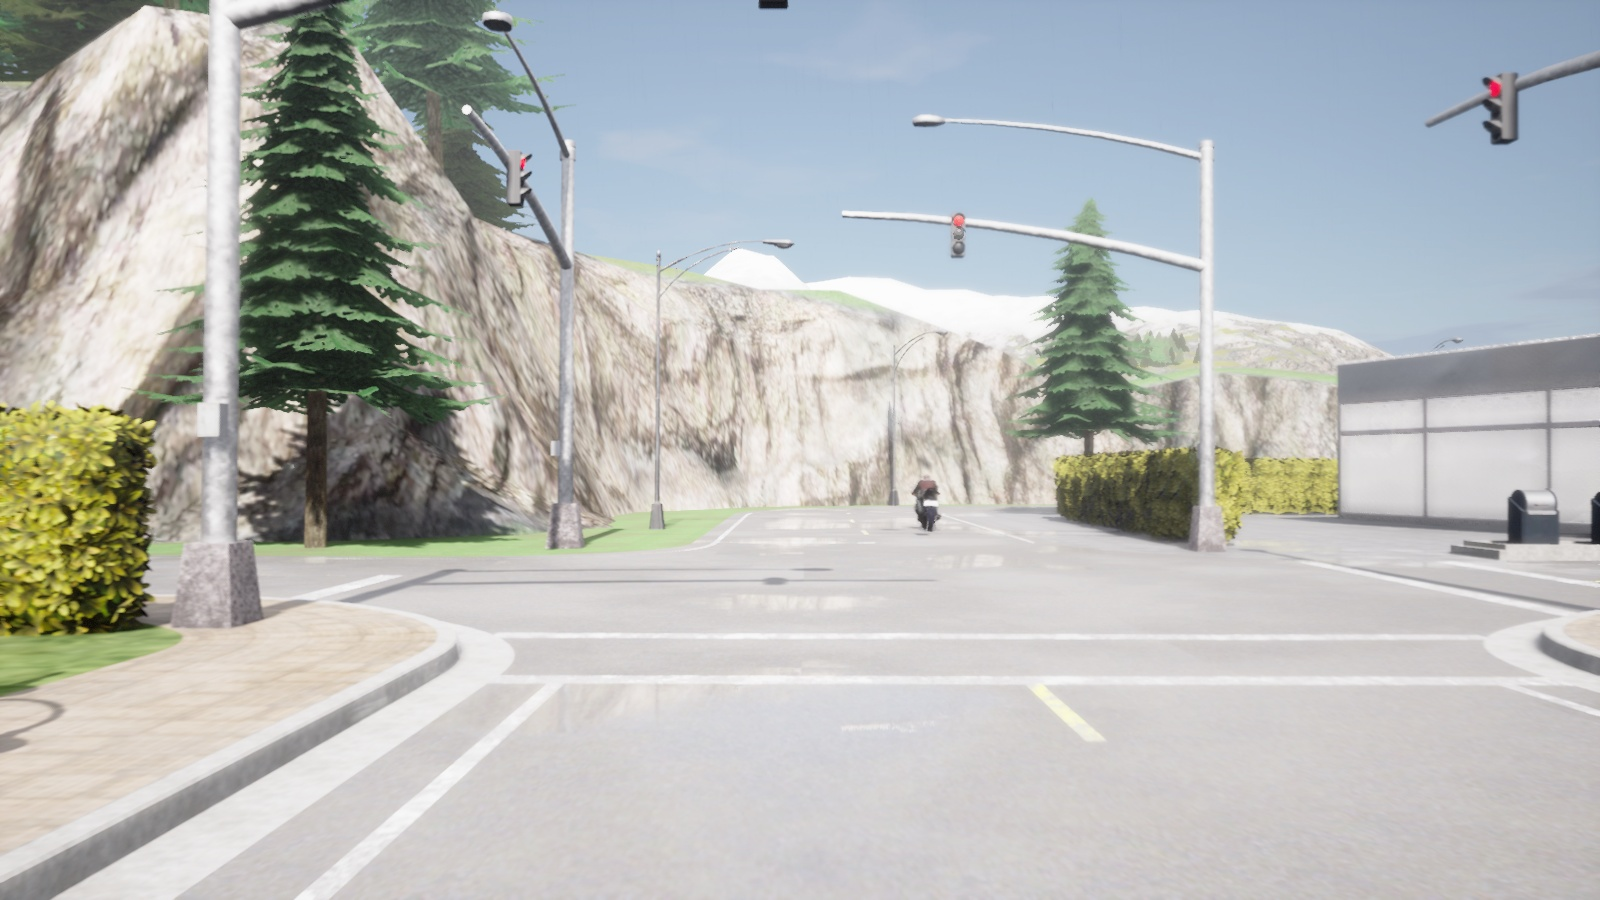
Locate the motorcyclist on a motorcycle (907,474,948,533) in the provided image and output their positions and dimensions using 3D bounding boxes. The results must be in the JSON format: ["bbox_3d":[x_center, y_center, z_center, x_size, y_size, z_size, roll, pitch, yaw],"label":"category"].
[{"bbox_3d":[3.417,1.404,33.836,0.866,1.530,2.191,0,-1,0],"label":"motorcyclist on a motorcycle"}]
